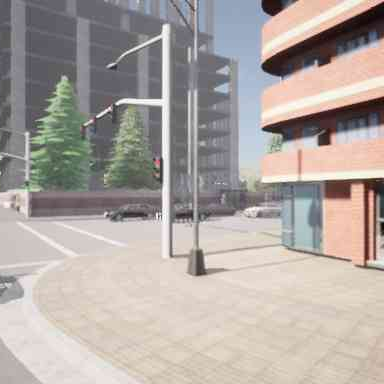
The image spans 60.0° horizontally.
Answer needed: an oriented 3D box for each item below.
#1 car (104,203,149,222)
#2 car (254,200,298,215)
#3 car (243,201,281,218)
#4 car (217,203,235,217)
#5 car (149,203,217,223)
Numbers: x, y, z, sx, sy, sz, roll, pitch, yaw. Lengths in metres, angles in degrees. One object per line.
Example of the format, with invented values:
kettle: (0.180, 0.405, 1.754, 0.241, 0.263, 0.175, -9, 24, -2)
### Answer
car: (-5.167, 1.706, 28.920, 4.902, 1.511, 2.128, 0, 0, -32)
car: (9.735, 1.752, 38.334, 4.902, 1.511, 2.128, 0, 0, -32)
car: (7.143, 1.756, 32.546, 4.674, 1.442, 1.812, 0, 0, -32)
car: (2.364, 1.802, 33.686, 4.181, 1.385, 1.994, 0, 0, -33)
car: (-0.709, 1.697, 27.598, 4.902, 1.511, 2.128, 0, 0, -32)
